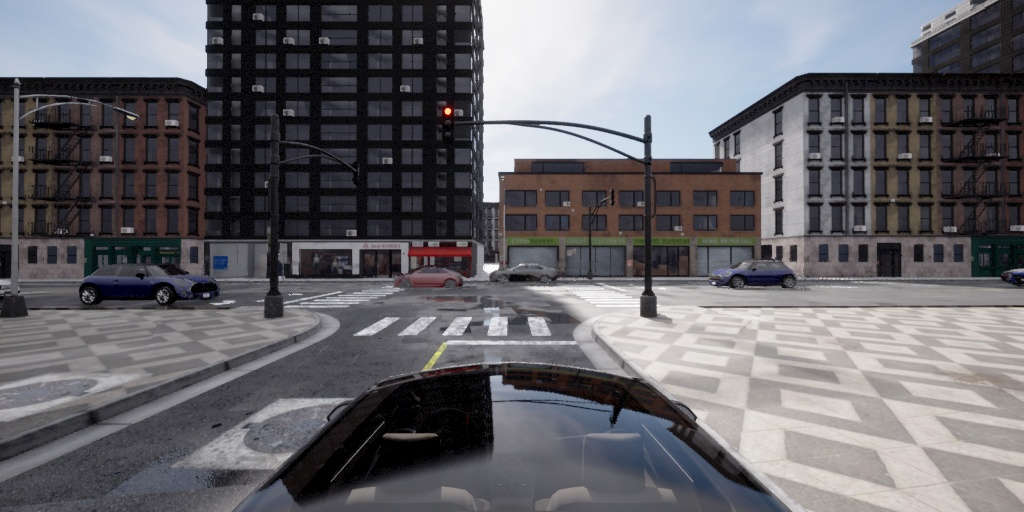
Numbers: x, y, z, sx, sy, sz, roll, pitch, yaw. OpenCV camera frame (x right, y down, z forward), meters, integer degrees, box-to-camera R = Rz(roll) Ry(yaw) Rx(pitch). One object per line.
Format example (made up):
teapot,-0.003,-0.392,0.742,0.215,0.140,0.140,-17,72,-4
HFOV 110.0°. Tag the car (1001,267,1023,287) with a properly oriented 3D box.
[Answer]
car,34.039,1.170,22.122,5.008,1.535,1.882,0,0,0

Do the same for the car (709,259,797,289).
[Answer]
car,14.674,1.084,22.074,4.553,1.767,2.097,0,0,0

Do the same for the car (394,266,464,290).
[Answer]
car,-5.028,1.335,22.011,4.181,1.385,1.994,0,0,0

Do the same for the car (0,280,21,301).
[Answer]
car,-24.098,1.279,15.252,4.674,1.442,1.812,0,0,0

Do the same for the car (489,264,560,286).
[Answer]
car,0.874,1.278,25.279,4.902,1.511,2.128,0,0,0

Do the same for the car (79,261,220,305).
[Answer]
car,-15.217,1.088,15.257,4.553,1.767,2.097,0,0,1
